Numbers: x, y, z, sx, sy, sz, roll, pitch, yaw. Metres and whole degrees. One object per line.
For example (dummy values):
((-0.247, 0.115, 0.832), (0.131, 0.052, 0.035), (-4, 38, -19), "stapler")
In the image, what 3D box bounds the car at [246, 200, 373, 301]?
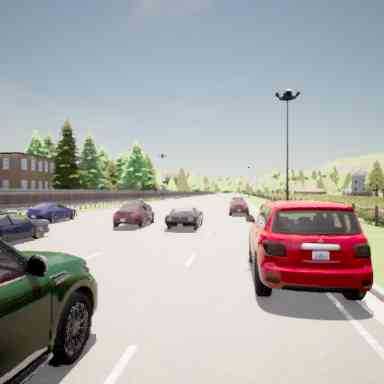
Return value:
((2.640, 1.222, 8.583), (2.150, 2.045, 5.566), (0, 0, 7), "car")

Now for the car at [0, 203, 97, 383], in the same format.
((-2.784, 1.223, 2.775), (2.150, 2.045, 5.566), (0, 0, 7), "car")

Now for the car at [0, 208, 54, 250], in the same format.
((-8.341, 1.544, 14.258), (2.033, 1.411, 5.357), (0, 0, 7), "car")

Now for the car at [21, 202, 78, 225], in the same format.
((-10.479, 1.520, 24.885), (1.812, 1.442, 4.674), (0, 0, 7), "car")

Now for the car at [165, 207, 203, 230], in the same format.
((-0.371, 1.596, 21.211), (1.895, 1.301, 4.718), (0, 0, 7), "car")

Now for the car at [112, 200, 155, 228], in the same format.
((-3.791, 1.521, 22.058), (1.812, 1.442, 4.674), (0, 0, 7), "car")

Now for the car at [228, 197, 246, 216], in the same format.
((4.621, 1.519, 32.682), (1.812, 1.442, 4.674), (0, 0, 8), "car")

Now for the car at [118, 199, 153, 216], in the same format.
((-5.721, 1.540, 34.275), (2.033, 1.411, 5.357), (0, 0, 7), "car")
